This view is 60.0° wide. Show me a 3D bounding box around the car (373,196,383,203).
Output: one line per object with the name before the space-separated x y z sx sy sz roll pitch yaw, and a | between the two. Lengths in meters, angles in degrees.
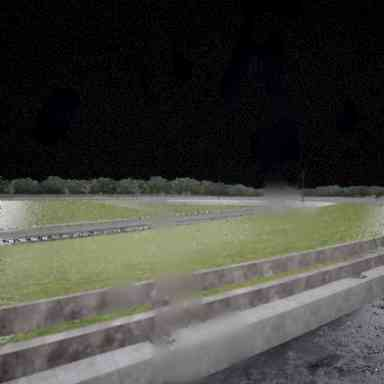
car | 42.905 1.671 75.995 2.097 1.767 4.553 0 -1 3
